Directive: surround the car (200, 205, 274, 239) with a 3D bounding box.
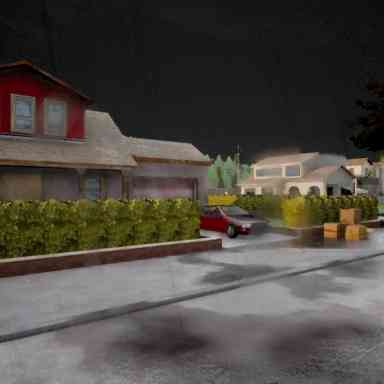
[{"bbox_3d":[1.536,1.356,16.530,2.033,1.415,5.357,0,0,-33],"label":"car"}]
